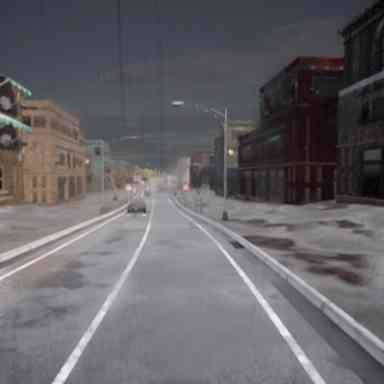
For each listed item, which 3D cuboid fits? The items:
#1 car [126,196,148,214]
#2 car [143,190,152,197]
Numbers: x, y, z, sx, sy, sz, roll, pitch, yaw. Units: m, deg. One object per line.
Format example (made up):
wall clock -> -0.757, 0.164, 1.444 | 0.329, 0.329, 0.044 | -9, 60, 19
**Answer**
car -> -5.814, 1.477, 35.413 | 1.837, 1.490, 4.892 | 0, 0, -6
car -> -10.045, 0.302, 75.556 | 1.837, 1.490, 4.892 | 0, 3, -6
